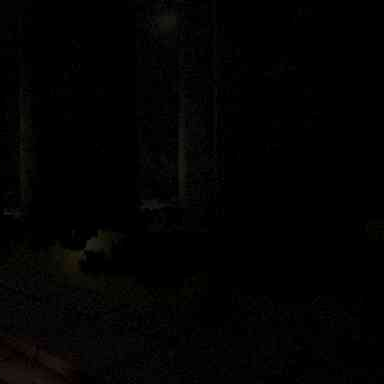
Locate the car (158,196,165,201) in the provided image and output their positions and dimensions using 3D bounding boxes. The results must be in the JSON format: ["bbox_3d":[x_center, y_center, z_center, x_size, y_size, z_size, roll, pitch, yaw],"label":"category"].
[{"bbox_3d":[-6.685,1.805,85.262,3.905,1.438,1.784,-1,0,36],"label":"car"}]

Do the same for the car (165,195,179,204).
[{"bbox_3d":[-2.930,1.516,67.447,3.866,1.878,1.905,-1,0,36],"label":"car"}]
